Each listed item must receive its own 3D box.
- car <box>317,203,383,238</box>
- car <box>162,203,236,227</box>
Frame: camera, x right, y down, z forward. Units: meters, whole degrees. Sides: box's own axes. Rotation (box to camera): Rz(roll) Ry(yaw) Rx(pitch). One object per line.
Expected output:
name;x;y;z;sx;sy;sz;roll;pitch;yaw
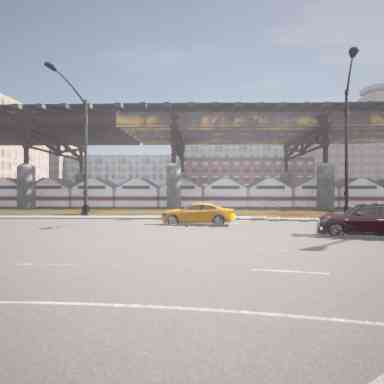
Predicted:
car;8.689;1.356;16.659;4.553;1.767;2.097;0;0;20
car;0.450;1.482;22.644;5.008;1.535;1.882;0;-1;8
